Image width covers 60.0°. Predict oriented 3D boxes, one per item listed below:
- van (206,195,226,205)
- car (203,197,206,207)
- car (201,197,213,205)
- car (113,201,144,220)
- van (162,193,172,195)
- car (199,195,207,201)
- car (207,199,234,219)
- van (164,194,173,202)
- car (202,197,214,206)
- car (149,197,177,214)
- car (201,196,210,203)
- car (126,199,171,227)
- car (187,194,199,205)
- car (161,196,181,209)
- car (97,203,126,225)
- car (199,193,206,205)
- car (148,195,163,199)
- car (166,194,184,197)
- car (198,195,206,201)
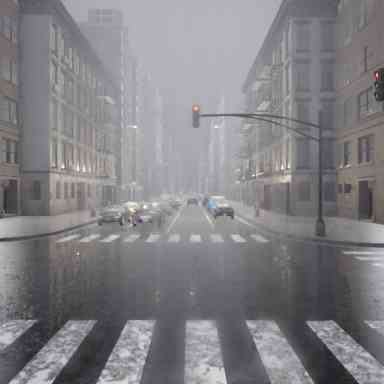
[{"bbox_3d":[2.643,1.338,34.317,1.690,1.788,3.998,0,0,0],"label":"van"},{"bbox_3d":[2.645,1.578,39.723,1.802,1.307,4.206,0,0,0],"label":"car"},{"bbox_3d":[2.652,1.546,61.348,2.008,1.369,4.403,0,0,0],"label":"car"},{"bbox_3d":[-5.393,1.523,28.740,1.752,1.417,4.829,0,0,0],"label":"car"},{"bbox_3d":[-5.425,1.337,66.753,1.690,1.788,3.998,0,0,0],"label":"van"},{"bbox_3d":[2.660,1.539,82.973,1.887,1.381,4.507,0,0,0],"label":"car"},{"bbox_3d":[2.641,1.548,28.910,2.008,1.369,4.403,0,0,0],"label":"car"},{"bbox_3d":[-5.434,1.336,77.566,1.690,1.788,3.998,0,0,0],"label":"van"},{"bbox_3d":[2.650,1.562,55.942,1.947,1.339,4.313,0,0,0],"label":"car"},{"bbox_3d":[-2.843,1.544,32.755,2.033,1.411,5.357,0,0,0],"label":"car"},{"bbox_3d":[2.654,1.521,66.923,1.752,1.417,4.829,0,0,0],"label":"car"},{"bbox_3d":[-2.847,1.490,22.872,2.128,1.511,4.902,0,0,0],"label":"car"},{"bbox_3d":[0.103,1.501,57.073,1.837,1.490,4.892,0,0,0],"label":"car"},{"bbox_3d":[-2.832,1.560,42.769,1.994,1.385,4.181,0,0,1],"label":"car"},{"bbox_3d":[-5.389,1.549,23.504,2.008,1.369,4.403,0,0,0],"label":"car"},{"bbox_3d":[2.649,1.311,50.535,2.192,1.841,5.009,0,0,0],"label":"car"},{"bbox_3d":[-5.407,1.436,45.129,1.967,1.590,4.097,0,0,0],"label":"car"},{"bbox_3d":[-2.793,1.474,53.024,1.882,1.535,5.008,0,0,1],"label":"car"},{"bbox_3d":[2.661,1.560,88.379,1.947,1.339,4.313,0,0,0],"label":"car"}]
